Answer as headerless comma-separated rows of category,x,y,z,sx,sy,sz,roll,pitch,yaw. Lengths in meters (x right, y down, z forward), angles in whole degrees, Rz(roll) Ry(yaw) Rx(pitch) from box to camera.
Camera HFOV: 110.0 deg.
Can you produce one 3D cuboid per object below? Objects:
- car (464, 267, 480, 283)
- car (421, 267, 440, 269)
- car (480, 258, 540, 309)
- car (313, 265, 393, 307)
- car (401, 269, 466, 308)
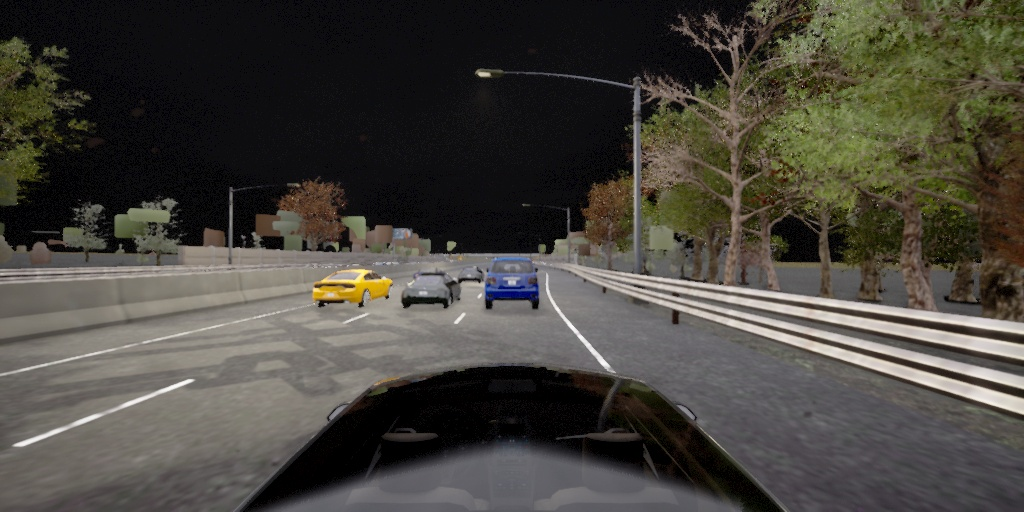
car,-3.483,1.598,31.157,1.994,1.385,4.181,0,-1,0
car,-6.987,1.633,30.952,1.895,1.301,4.718,0,-1,0
car,0.005,1.099,15.872,2.150,2.045,5.566,0,0,0
car,-6.989,1.365,16.324,1.882,1.535,5.008,0,0,0
car,-3.491,1.450,16.133,1.994,1.385,4.181,0,-1,0
